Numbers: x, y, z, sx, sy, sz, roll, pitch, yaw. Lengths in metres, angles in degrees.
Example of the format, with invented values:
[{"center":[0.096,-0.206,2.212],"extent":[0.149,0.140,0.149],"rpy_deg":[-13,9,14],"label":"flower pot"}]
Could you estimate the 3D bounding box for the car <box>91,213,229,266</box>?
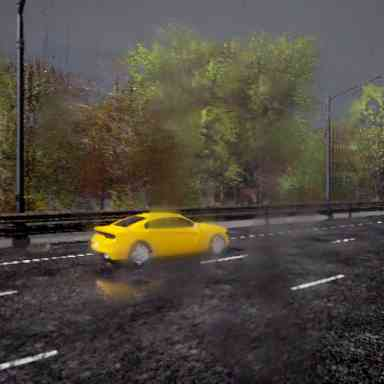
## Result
[{"center":[-0.930,1.472,11.680],"extent":[5.008,1.535,1.882],"rpy_deg":[0,0,-35],"label":"car"}]
